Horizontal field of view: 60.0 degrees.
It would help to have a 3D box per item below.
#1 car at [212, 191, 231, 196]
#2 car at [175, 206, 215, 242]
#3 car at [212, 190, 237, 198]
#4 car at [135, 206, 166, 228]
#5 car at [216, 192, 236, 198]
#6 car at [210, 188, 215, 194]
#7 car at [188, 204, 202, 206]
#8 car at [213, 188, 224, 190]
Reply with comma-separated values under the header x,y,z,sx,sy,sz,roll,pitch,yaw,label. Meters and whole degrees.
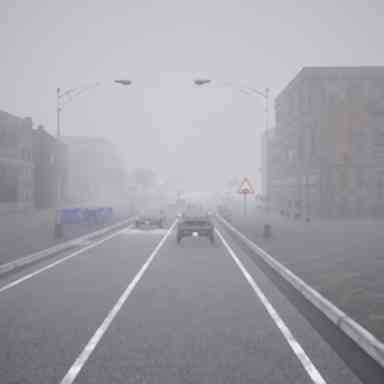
x,y,z,sx,sy,sz,roll,pitch,yaw,label
8.411,0.416,94.806,5.008,1.535,2.097,0,2,0,car
0.166,1.688,17.566,1.837,1.490,4.892,0,-1,0,car
8.335,0.863,81.032,5.366,1.575,1.946,0,2,0,car
-2.930,1.779,24.315,1.812,1.442,4.674,0,-1,1,car
8.503,0.809,83.790,4.674,1.452,2.002,0,2,0,car
8.487,0.335,89.289,5.566,2.045,2.435,0,2,0,car
0.321,1.895,34.653,1.895,1.301,4.718,0,0,1,car
8.447,0.550,86.538,4.553,1.767,2.185,0,2,0,car
